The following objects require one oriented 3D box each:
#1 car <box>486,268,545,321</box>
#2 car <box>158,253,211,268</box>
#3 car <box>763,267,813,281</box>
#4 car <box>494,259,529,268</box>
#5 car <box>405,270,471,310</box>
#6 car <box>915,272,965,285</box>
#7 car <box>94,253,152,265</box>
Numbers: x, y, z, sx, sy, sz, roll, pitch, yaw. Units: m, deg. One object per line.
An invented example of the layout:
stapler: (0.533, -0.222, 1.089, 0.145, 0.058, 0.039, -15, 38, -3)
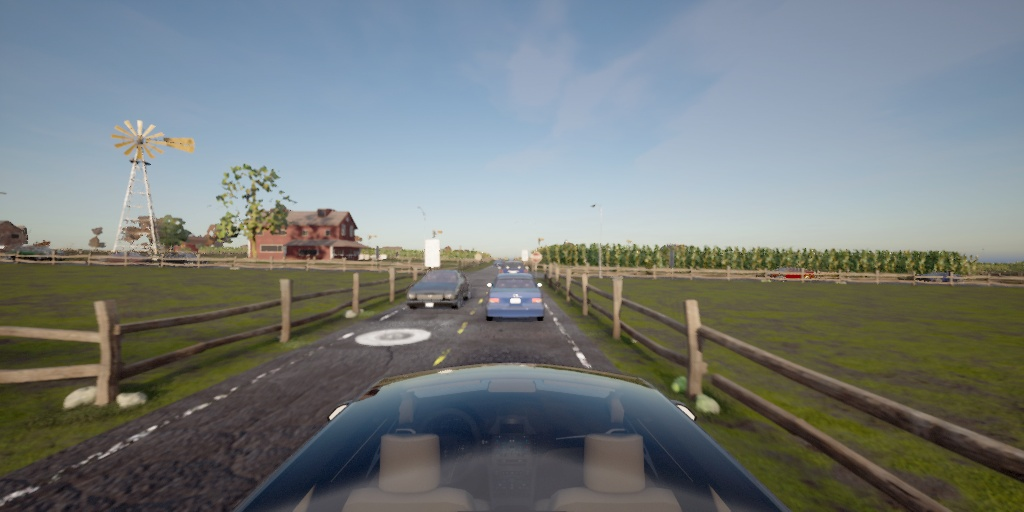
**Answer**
car: (0.094, 1.304, 12.530, 2.033, 1.411, 5.357, 0, 0, 0)
car: (-35.635, 0.467, 39.107, 4.892, 1.490, 1.837, 2, -1, 1)
car: (31.926, 2.047, 41.508, 5.008, 1.535, 1.882, 1, -1, 1)
car: (0.090, 1.120, 24.534, 2.097, 1.767, 4.553, 0, 0, 0)
car: (-2.847, 1.307, 15.034, 2.033, 1.411, 5.357, 0, 0, 0)
car: (49.166, 2.531, 41.281, 4.181, 1.385, 1.994, 1, -1, 0)
car: (-45.515, 0.320, 42.054, 5.357, 1.411, 2.033, 1, -1, 1)
